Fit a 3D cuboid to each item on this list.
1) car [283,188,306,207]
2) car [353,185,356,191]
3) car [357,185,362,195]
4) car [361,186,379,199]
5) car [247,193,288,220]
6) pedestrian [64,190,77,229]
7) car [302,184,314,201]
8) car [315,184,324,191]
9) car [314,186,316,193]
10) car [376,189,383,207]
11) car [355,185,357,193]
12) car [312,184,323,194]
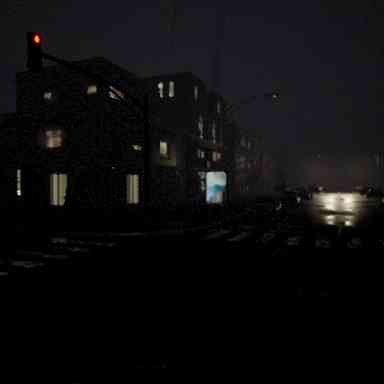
[{"bbox_3d":[9.076,0.608,30.934,2.008,1.369,4.403,1,2,24],"label":"car"},{"bbox_3d":[34.474,-0.541,68.003,1.802,1.307,4.206,1,2,24],"label":"car"},{"bbox_3d":[27.827,-0.218,52.833,1.967,1.590,4.097,1,2,24],"label":"car"},{"bbox_3d":[23.395,0.203,42.726,2.008,1.369,4.403,1,2,24],"label":"car"},{"bbox_3d":[4.645,0.952,20.825,1.802,1.307,4.206,1,2,24],"label":"car"},{"bbox_3d":[-5.454,0.714,14.899,0.375,1.860,0.375,0,1,25],"label":"pedestrian"},{"bbox_3d":[13.508,0.185,41.042,1.967,1.590,4.097,1,2,24],"label":"car"},{"bbox_3d":[31.236,-1.053,81.486,1.967,1.590,4.097,1,2,24],"label":"car"},{"bbox_3d":[15.656,0.119,45.945,1.752,1.417,4.829,1,2,24],"label":"car"},{"bbox_3d":[16.747,0.702,27.559,1.802,1.307,4.206,1,2,24],"label":"car"},{"bbox_3d":[30.043,-0.263,57.892,2.008,1.369,4.403,1,2,24],"label":"car"},{"bbox_3d":[22.372,-0.562,61.261,2.192,1.841,5.009,1,2,24],"label":"car"}]
